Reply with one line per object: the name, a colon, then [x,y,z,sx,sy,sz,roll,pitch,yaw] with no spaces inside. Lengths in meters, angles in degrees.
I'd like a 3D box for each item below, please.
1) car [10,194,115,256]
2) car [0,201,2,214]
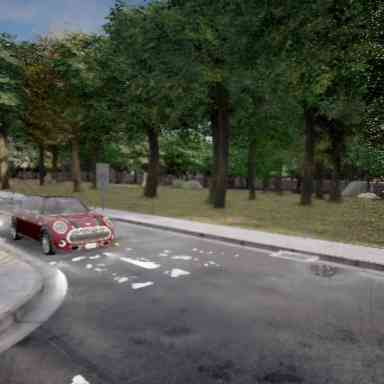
car: [-4.584,0.927,11.557,2.097,1.767,4.553,-2,4,-45]
car: [-13.224,0.524,20.295,1.882,1.535,5.008,-2,4,-45]
